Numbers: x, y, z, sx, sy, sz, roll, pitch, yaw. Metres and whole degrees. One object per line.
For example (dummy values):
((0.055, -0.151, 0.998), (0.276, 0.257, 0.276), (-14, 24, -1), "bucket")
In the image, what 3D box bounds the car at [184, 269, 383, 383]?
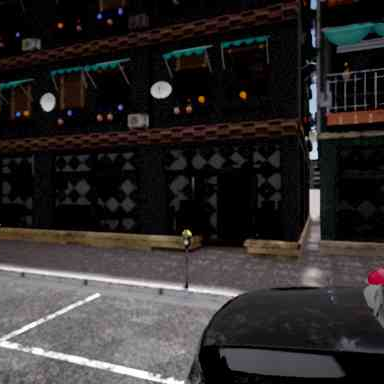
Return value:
((2.618, 1.230, 1.895), (5.566, 2.045, 2.150), (0, 0, 18), "car")

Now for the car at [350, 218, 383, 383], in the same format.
((4.499, 1.333, 3.446), (5.009, 1.841, 2.192), (0, 0, 21), "car")
